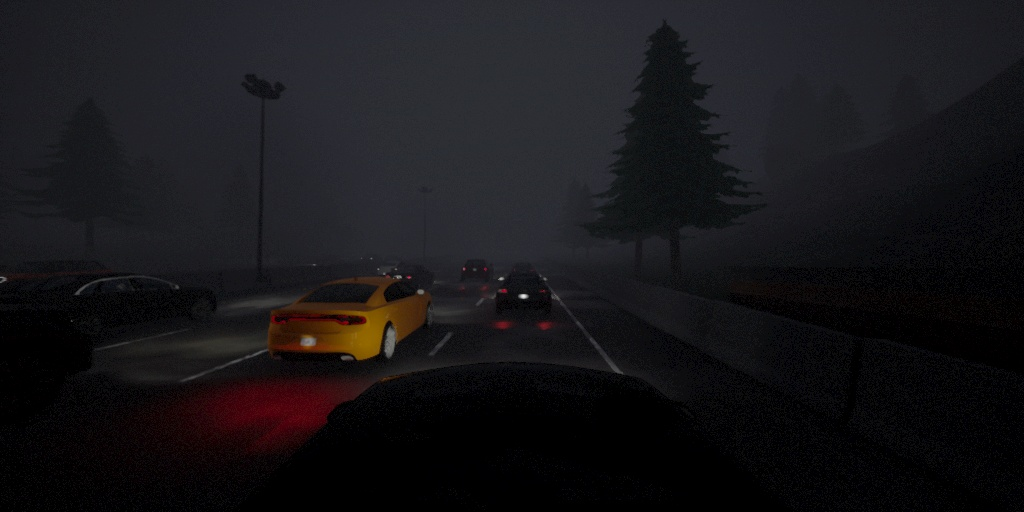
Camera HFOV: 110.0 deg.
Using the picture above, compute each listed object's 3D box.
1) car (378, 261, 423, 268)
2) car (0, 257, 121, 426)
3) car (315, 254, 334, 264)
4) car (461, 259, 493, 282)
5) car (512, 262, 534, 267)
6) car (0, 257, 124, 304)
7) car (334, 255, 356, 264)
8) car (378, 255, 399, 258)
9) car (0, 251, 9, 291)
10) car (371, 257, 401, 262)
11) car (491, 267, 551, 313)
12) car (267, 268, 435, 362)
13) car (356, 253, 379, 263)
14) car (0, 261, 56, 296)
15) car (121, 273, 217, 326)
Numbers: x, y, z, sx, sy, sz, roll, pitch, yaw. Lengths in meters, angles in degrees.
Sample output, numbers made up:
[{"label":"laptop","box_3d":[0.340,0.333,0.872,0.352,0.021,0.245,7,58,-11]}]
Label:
[{"label":"car","box_3d":[-6.314,1.208,22.525,2.033,1.411,5.357,0,0,2]},{"label":"car","box_3d":[-6.860,0.925,2.474,2.150,2.045,5.566,0,0,1]},{"label":"car","box_3d":[-29.868,0.489,58.022,1.837,1.490,4.892,0,1,2]},{"label":"car","box_3d":[-2.641,0.991,28.118,2.097,1.767,4.553,0,0,2]},{"label":"car","box_3d":[0.903,1.214,29.556,1.994,1.385,4.181,0,1,2]},{"label":"car","box_3d":[-20.719,0.948,15.868,2.097,1.767,4.553,0,0,2]},{"label":"car","box_3d":[-26.370,0.532,58.067,1.812,1.442,4.674,0,1,2]},{"label":"car","box_3d":[-19.377,0.576,58.070,1.812,1.442,4.674,0,1,2]},{"label":"car","box_3d":[-27.713,0.768,16.176,2.150,2.045,5.566,0,0,2]},{"label":"car","box_3d":[-9.604,1.103,29.674,1.812,1.442,4.674,0,1,2]},{"label":"car","box_3d":[0.443,1.313,14.021,1.994,1.385,4.181,0,0,2]},{"label":"car","box_3d":[-3.214,1.210,8.231,1.882,1.535,5.008,0,0,1]},{"label":"car","box_3d":[-22.871,0.378,58.179,2.097,1.767,4.553,0,1,2]},{"label":"car","box_3d":[-24.225,1.050,15.758,1.882,1.535,5.008,0,0,2]},{"label":"car","box_3d":[-10.180,1.175,9.231,2.128,1.511,4.902,0,0,1]}]
